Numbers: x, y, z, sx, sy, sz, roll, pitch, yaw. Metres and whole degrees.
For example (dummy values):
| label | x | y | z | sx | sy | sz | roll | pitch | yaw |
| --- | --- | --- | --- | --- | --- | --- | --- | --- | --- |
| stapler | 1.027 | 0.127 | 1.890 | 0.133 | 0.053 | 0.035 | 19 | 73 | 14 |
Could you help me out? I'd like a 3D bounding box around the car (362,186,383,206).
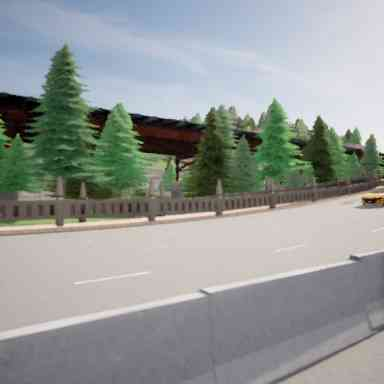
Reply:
| label | x | y | z | sx | sy | sz | roll | pitch | yaw |
| --- | --- | --- | --- | --- | --- | --- | --- | --- | --- |
| car | 16.539 | 0.266 | 28.621 | 5.008 | 1.535 | 1.882 | -7 | 4 | -35 |
